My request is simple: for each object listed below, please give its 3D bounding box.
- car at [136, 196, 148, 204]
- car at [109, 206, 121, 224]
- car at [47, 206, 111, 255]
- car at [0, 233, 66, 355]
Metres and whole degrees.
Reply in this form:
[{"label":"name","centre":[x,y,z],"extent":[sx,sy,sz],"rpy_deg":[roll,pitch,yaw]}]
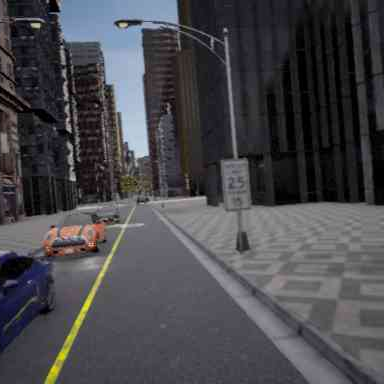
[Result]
[{"label":"car","centre":[-13.385,2.101,87.680],"extent":[2.150,2.045,5.566],"rpy_deg":[-5,0,-9]},{"label":"car","centre":[-7.453,2.055,29.934],"extent":[1.837,1.490,4.892],"rpy_deg":[-5,0,-9]},{"label":"car","centre":[-5.194,1.747,15.243],"extent":[2.097,1.767,4.553],"rpy_deg":[-5,0,-9]},{"label":"car","centre":[-3.653,1.813,5.467],"extent":[1.812,1.442,4.674],"rpy_deg":[-5,0,-7]}]
